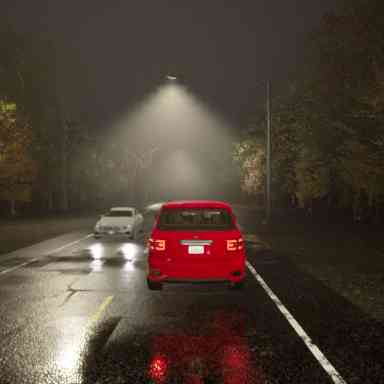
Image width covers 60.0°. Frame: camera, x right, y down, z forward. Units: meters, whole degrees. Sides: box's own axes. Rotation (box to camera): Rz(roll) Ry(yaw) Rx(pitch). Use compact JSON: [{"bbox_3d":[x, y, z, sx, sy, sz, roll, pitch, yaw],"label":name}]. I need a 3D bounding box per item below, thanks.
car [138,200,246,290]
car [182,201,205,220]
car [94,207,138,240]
[{"bbox_3d":[0.092,1.227,9.203,2.150,2.045,5.566,0,0,0],"label":"car"},{"bbox_3d":[0.090,1.542,28.964,1.812,1.442,4.674,0,0,0],"label":"car"},{"bbox_3d":[-3.605,1.535,17.154,1.812,1.442,4.674,0,0,0],"label":"car"}]
